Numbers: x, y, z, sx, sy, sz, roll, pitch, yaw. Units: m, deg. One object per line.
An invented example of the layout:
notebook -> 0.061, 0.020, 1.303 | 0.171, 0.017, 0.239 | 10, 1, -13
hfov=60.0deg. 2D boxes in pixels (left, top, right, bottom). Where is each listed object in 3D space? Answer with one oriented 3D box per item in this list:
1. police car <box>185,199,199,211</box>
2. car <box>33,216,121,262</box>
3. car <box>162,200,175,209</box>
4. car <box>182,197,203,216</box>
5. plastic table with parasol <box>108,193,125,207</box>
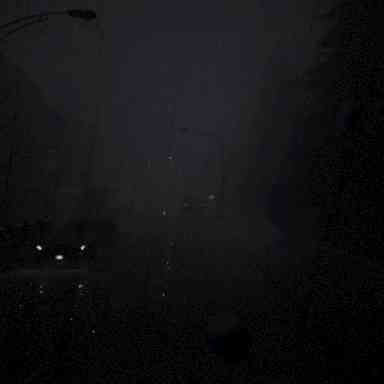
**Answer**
police car -> -0.010, 1.912, 51.185 | 1.930, 1.638, 5.238 | 0, 0, 0
car -> -4.104, 1.671, 12.967 | 2.033, 1.411, 5.357 | 0, -1, 0
car -> -4.013, 2.058, 57.200 | 2.128, 1.511, 4.902 | 0, -1, 0
car -> 0.094, 1.575, 37.029 | 2.150, 2.045, 5.566 | 0, 0, 0
plastic table with parasol -> -14.104, 1.515, 62.141 | 2.482, 2.480, 2.482 | 0, -1, 0
